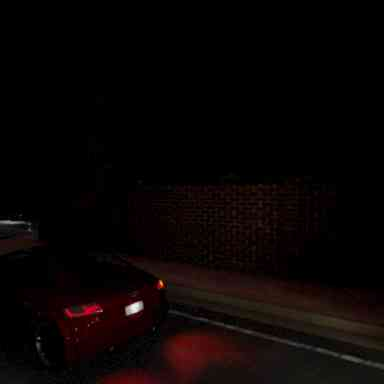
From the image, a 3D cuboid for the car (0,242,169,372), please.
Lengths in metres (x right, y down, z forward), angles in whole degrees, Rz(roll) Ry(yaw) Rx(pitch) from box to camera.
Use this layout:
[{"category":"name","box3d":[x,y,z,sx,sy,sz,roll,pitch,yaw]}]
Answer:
[{"category":"car","box3d":[-2.451,1.587,5.756,4.181,1.385,1.994,0,0,35]}]

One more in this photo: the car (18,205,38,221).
[{"category":"car","box3d":[-12.243,1.588,28.273,1.812,1.442,4.674,0,0,35]}]
